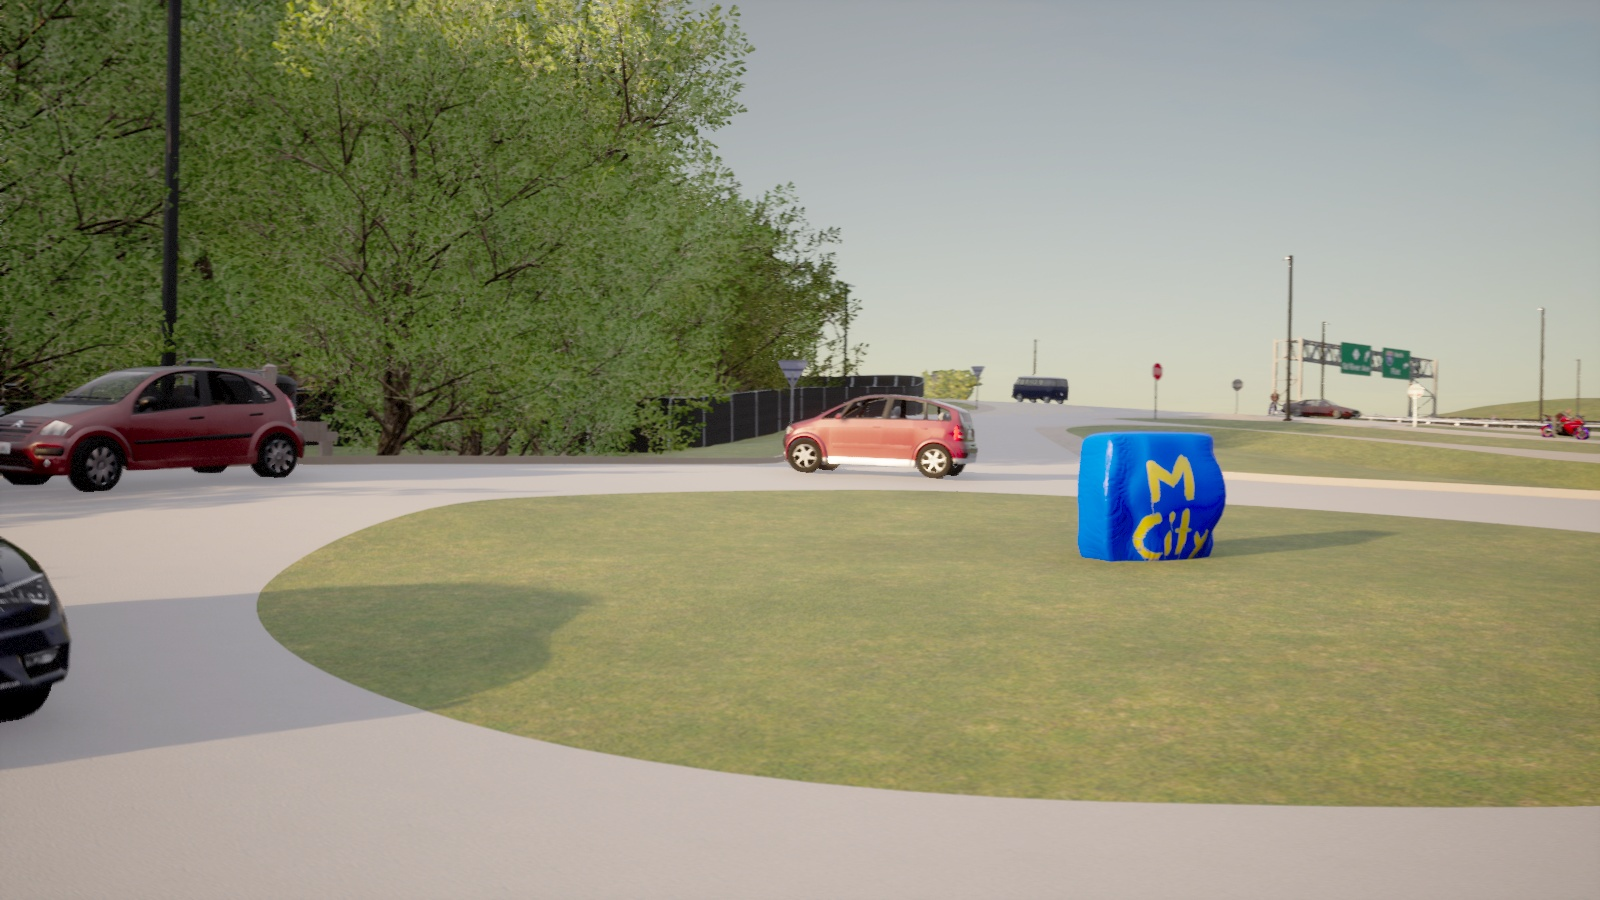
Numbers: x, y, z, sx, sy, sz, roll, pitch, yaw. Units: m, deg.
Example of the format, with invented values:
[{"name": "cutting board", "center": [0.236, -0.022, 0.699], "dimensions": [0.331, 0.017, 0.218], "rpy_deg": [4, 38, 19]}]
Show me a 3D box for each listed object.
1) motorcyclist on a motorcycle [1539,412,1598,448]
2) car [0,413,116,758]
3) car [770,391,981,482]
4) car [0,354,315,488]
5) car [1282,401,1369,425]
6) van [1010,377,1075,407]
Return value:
[{"name": "motorcyclist on a motorcycle", "center": [37.458, -0.982, 61.231], "dimensions": [0.866, 1.530, 2.191], "rpy_deg": [1, 4, -38]}, {"name": "car", "center": [-5.391, 0.519, 6.432], "dimensions": [4.193, 1.474, 1.816], "rpy_deg": [4, 3, 38]}, {"name": "car", "center": [1.484, -0.280, 24.281], "dimensions": [3.705, 1.549, 1.789], "rpy_deg": [3, 1, 17]}, {"name": "car", "center": [-8.993, -0.473, 17.406], "dimensions": [1.851, 1.617, 3.988], "rpy_deg": [3, 4, 28]}, {"name": "car", "center": [38.328, -2.704, 91.686], "dimensions": [2.033, 1.411, 5.357], "rpy_deg": [2, 3, -43]}, {"name": "van", "center": [17.563, -4.232, 91.144], "dimensions": [1.775, 1.987, 4.442], "rpy_deg": [1, 3, -38]}]
